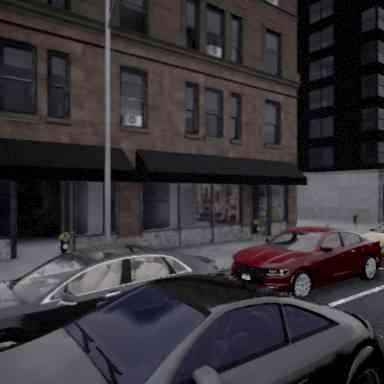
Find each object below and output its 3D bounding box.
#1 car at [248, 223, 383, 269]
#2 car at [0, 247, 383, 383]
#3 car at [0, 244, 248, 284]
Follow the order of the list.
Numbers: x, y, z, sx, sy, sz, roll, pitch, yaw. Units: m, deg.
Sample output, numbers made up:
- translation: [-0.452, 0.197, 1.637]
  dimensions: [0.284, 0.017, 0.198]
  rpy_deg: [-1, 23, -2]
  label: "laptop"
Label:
- translation: [2.967, 1.542, 8.305]
  dimensions: [4.507, 1.381, 1.887]
  rpy_deg: [0, 0, -36]
  label: "car"
- translation: [-0.078, 1.564, 3.013]
  dimensions: [4.181, 1.385, 1.994]
  rpy_deg: [0, 0, -35]
  label: "car"
- translation: [-1.473, 1.550, 5.136]
  dimensions: [4.403, 1.369, 2.008]
  rpy_deg: [0, 0, -36]
  label: "car"
